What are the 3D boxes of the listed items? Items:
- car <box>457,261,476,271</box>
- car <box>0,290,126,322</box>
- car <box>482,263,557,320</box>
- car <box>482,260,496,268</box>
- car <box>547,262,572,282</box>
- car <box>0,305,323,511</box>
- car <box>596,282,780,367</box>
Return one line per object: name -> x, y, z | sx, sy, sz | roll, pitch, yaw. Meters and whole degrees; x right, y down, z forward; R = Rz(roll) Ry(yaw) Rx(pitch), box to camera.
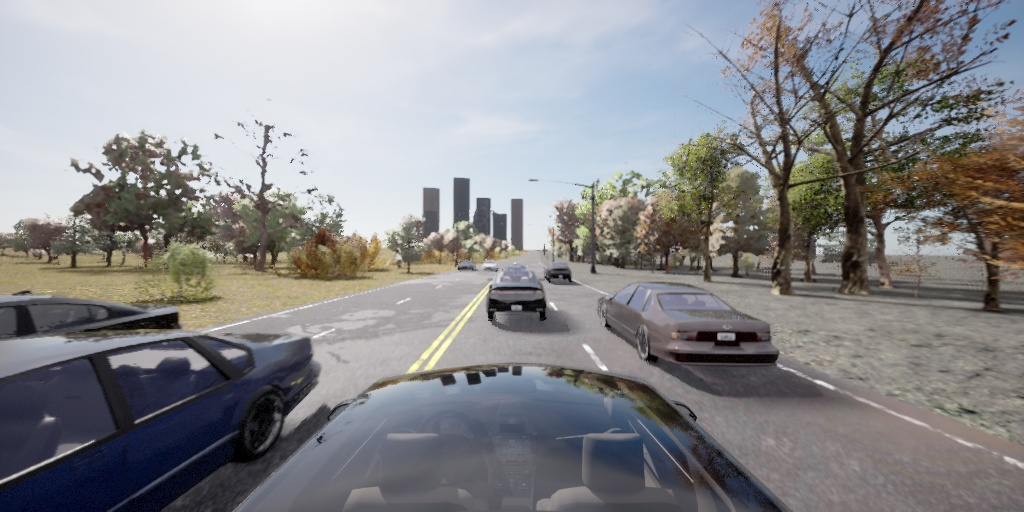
car -> -5.977, 1.305, 47.590 | 1.994, 1.385, 4.181 | 0, 0, 2
car -> -6.591, 1.227, 4.028 | 1.882, 1.535, 5.008 | 0, 0, 0
car -> 0.141, 1.203, 12.549 | 2.128, 1.511, 4.902 | 0, 1, 0
car -> -2.767, 1.270, 46.021 | 1.812, 1.442, 4.674 | 0, 0, 2
car -> 3.562, 1.252, 28.460 | 1.837, 1.490, 4.892 | 0, 0, 1
car -> -3.344, 1.297, 2.233 | 2.033, 1.411, 5.357 | 0, 0, 0
car -> 3.378, 1.294, 8.154 | 2.033, 1.411, 5.357 | 1, 1, 0
